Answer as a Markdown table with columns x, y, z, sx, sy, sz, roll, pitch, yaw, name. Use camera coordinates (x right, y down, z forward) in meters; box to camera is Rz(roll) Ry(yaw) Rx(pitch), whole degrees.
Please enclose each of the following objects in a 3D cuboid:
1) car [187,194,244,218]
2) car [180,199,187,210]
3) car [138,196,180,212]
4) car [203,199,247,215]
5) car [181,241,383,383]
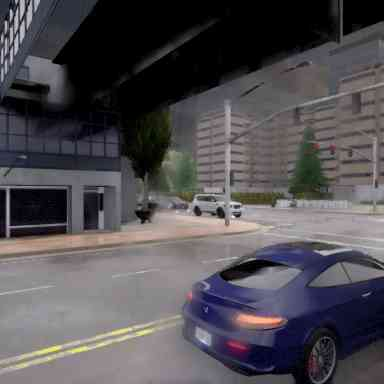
| x | y | z | sx | sy | sz | roll | pitch | yaw | name |
| --- | --- | --- | --- | --- | --- | --- | --- | --- | --- |
| 2.219 | 1.222 | 30.196 | 2.150 | 2.045 | 5.566 | 0 | 0 | -36 | car |
| -2.400 | 1.352 | 42.574 | 2.097 | 1.767 | 4.553 | 0 | 0 | -36 | car |
| -3.902 | 1.491 | 38.674 | 2.128 | 1.511 | 4.902 | 0 | 0 | -36 | car |
| 3.326 | 1.505 | 34.637 | 1.837 | 1.490 | 4.892 | 0 | 0 | -36 | car |
| 2.014 | 1.526 | 5.234 | 4.674 | 1.442 | 1.812 | 0 | 0 | -35 | car |
